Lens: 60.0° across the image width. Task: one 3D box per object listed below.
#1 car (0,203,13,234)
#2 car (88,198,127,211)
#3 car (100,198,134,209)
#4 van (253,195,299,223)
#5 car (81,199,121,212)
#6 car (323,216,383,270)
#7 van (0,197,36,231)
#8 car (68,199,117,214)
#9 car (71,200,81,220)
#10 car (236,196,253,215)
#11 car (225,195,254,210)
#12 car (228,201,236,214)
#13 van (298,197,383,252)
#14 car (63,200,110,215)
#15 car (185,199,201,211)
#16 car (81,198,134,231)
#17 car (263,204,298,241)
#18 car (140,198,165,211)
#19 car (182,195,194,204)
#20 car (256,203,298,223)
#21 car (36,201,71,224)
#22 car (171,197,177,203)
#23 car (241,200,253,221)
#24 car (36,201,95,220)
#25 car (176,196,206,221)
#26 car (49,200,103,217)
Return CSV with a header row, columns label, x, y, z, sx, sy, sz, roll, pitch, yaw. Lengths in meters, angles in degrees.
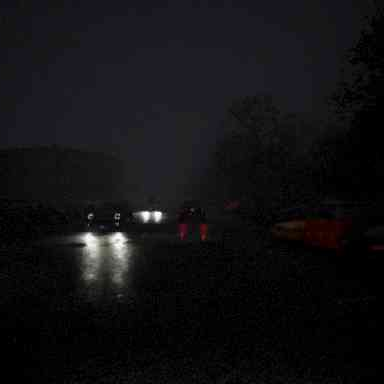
label,x,y,z,sx,sy,sz,roll,pitch,yaw
car,-11.408,1.514,15.387,5.008,1.535,2.097,-1,0,-20
car,-11.419,1.642,44.727,4.892,1.521,2.231,-1,-1,-20
car,-11.409,1.669,50.590,4.892,1.521,2.231,-1,0,-20
van,6.509,1.311,21.277,4.442,1.987,1.878,1,-1,-20
car,-11.414,1.667,41.793,4.674,1.452,2.002,-1,-1,-20
car,6.395,1.538,9.457,4.674,1.452,2.002,1,0,-20
van,-11.309,1.296,18.366,4.442,1.987,1.878,-1,0,-20
car,-11.584,1.613,38.790,5.366,1.575,1.946,-1,0,-20
car,-11.419,1.560,27.122,4.892,1.521,2.231,-1,-1,-20
car,6.375,1.433,27.109,4.553,1.767,2.185,1,-1,-20
car,6.380,1.348,35.939,5.566,2.045,2.435,1,0,-20
car,6.427,1.616,33.021,4.792,1.488,2.163,1,-1,-20
van,6.511,1.282,12.441,4.442,1.987,1.878,1,0,-20
car,-11.415,1.640,35.925,4.674,1.452,2.002,-1,-1,-20
car,0.182,1.716,44.148,1.994,1.385,4.181,0,0,3
car,-5.052,1.399,20.993,2.097,1.767,4.553,0,0,0
car,6.226,1.509,15.276,5.366,1.575,1.946,1,0,-20
car,-5.027,1.747,42.833,1.895,1.301,4.718,0,0,1
car,-1.008,1.720,80.315,2.435,2.045,5.566,0,-1,-7
car,6.392,1.524,18.286,4.892,1.521,2.231,1,-1,-20
car,-11.446,1.421,24.182,4.553,1.767,2.185,-1,-1,-20
car,-3.462,2.190,91.473,2.231,1.521,4.892,0,-1,-18
car,6.428,1.577,24.185,4.792,1.488,2.163,1,-1,-20
car,-11.385,1.602,30.069,4.792,1.488,2.163,-1,-1,-20
car,0.051,1.427,27.641,2.097,1.767,4.553,0,0,0
car,-11.423,1.588,32.995,4.892,1.521,2.231,-1,-1,-20
